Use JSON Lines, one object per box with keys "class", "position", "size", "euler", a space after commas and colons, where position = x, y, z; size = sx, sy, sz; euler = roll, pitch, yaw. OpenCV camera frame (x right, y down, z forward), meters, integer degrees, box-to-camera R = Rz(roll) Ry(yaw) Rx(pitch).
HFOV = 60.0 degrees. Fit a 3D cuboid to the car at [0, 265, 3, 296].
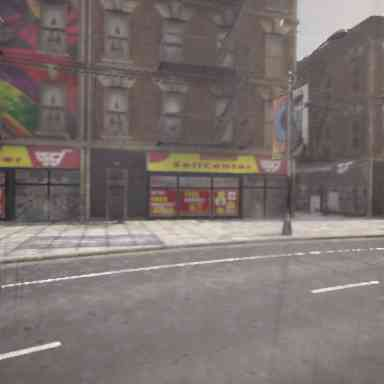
{"class": "car", "position": [-5.532, 1.100, 4.122], "size": [5.566, 2.045, 2.150], "euler": [0, 1, -37]}
